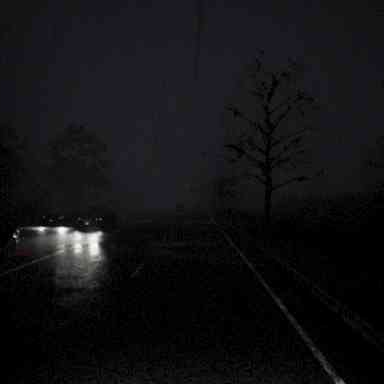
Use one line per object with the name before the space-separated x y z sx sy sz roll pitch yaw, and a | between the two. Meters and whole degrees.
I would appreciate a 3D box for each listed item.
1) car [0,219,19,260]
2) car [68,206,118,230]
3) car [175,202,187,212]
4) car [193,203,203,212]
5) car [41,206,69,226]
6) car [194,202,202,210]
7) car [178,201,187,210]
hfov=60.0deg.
car | -6.941 1.428 9.586 2.128 1.511 4.902 1 -1 1
car | -6.664 1.813 23.746 2.128 1.511 4.902 1 -2 1
car | -2.300 2.985 66.299 2.097 1.767 4.553 1 -1 1
car | 1.186 3.250 65.842 2.033 1.411 5.357 1 -2 1
car | -10.109 1.839 26.345 1.812 1.442 4.674 1 -1 1
car | 1.383 3.191 76.179 1.812 1.442 4.674 1 1 1
car | -2.114 3.063 76.245 1.882 1.535 5.008 1 1 1
